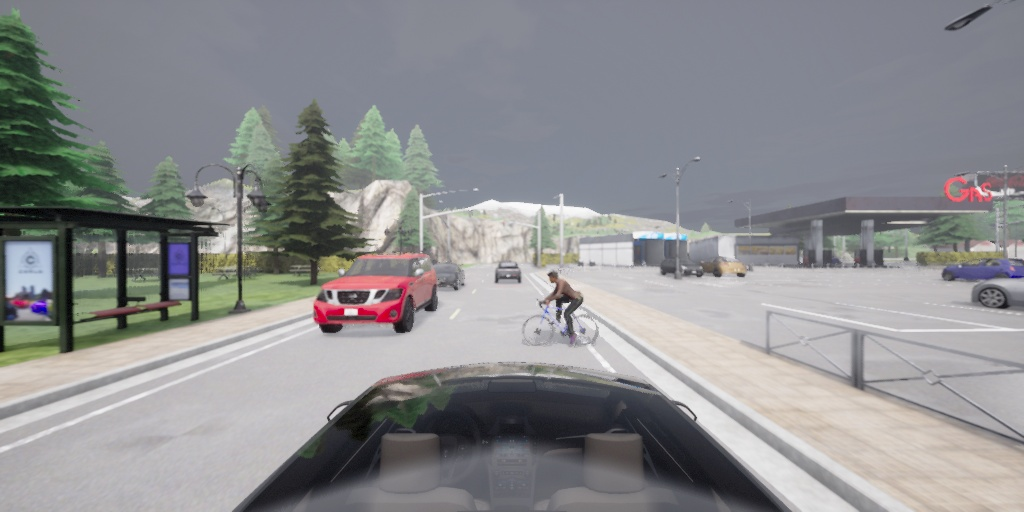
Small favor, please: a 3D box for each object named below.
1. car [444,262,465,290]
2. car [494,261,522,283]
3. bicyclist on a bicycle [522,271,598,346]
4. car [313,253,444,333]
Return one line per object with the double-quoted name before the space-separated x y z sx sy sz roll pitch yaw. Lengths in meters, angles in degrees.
"car" -3.899 1.155 21.320 1.837 1.490 4.892 0 0 -1
"car" -0.295 1.106 26.012 2.128 1.511 4.902 0 0 -1
"bicyclist on a bicycle" 1.040 1.144 7.715 1.656 1.620 0.582 0 0 -1
"car" -3.739 0.930 10.999 2.150 2.045 5.566 0 0 -1
